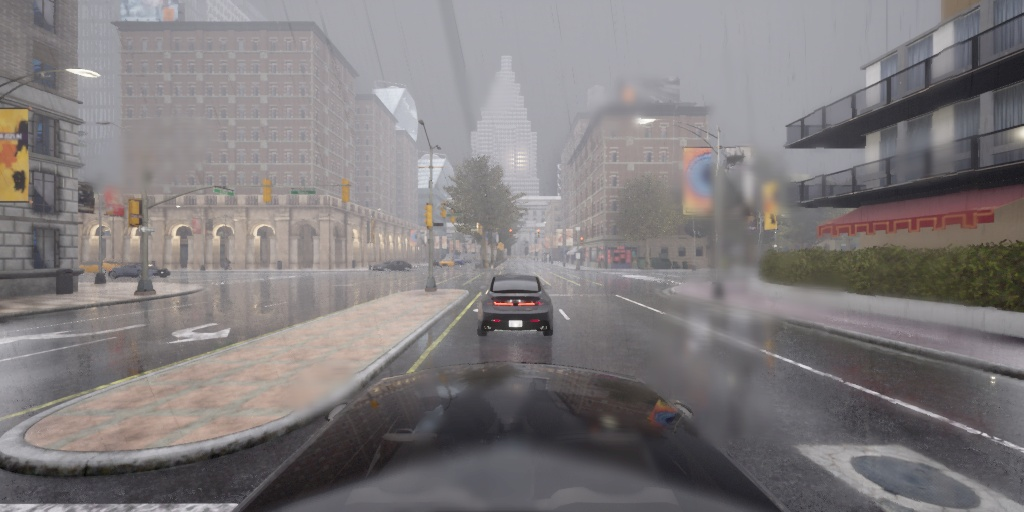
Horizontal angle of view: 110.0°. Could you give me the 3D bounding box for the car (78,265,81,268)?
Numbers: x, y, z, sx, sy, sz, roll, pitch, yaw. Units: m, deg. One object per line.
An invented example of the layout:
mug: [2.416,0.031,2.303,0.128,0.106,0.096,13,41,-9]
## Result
car: [-42.493,1.276,32.353,4.674,1.442,1.812,0,0,1]

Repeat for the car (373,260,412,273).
car: [-14.559,1.255,43.866,1.837,1.490,4.892,3,2,37]

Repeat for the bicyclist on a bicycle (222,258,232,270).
bicyclist on a bicycle: [-37.171,1.050,46.808,0.582,1.620,1.656,0,0,0]

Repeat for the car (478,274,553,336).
car: [0.101,1.255,10.369,1.837,1.490,4.892,0,0,0]

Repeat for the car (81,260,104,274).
car: [-45.630,1.227,39.573,5.008,1.535,1.882,0,0,0]

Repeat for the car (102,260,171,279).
car: [-33.556,1.314,32.352,4.181,1.385,1.994,0,0,0]

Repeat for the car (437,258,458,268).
car: [-11.382,1.227,63.184,1.882,1.535,5.008,0,0,1]
